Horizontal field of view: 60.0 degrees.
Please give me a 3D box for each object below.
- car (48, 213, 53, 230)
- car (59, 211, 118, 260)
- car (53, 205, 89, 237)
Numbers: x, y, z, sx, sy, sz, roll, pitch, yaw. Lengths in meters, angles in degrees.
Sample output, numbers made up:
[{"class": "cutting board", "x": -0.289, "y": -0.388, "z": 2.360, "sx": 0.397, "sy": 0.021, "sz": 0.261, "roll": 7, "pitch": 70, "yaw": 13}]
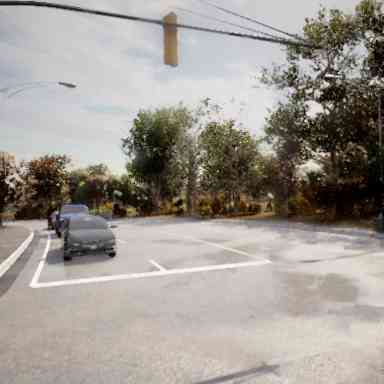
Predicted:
[{"class": "car", "x": -12.542, "y": 2.649, "z": 31.925, "sx": 2.097, "sy": 1.767, "sz": 4.553, "roll": -1, "pitch": -3, "yaw": -28}, {"class": "car", "x": -4.313, "y": 1.735, "z": 13.635, "sx": 1.837, "sy": 1.490, "sz": 4.892, "roll": -1, "pitch": -2, "yaw": -23}, {"class": "car", "x": -8.099, "y": 1.886, "z": 22.809, "sx": 2.150, "sy": 2.045, "sz": 5.566, "roll": -1, "pitch": -3, "yaw": -24}]
